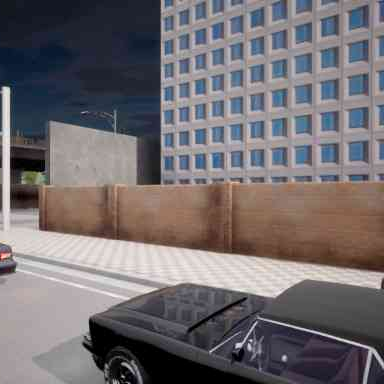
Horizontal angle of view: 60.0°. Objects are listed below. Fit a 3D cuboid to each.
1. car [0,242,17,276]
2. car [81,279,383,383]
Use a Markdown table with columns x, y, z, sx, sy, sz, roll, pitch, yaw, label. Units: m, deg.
| x | y | z | sx | sy | sz | roll | pitch | yaw | label |
| --- | --- | --- | --- | --- | --- | --- | --- | --- | --- |
| -6.747 | 1.547 | 8.804 | 5.357 | 1.411 | 2.033 | 0 | 0 | 36 | car |
| 1.059 | 1.601 | 3.229 | 4.718 | 1.301 | 1.895 | 0 | 0 | 36 | car |
